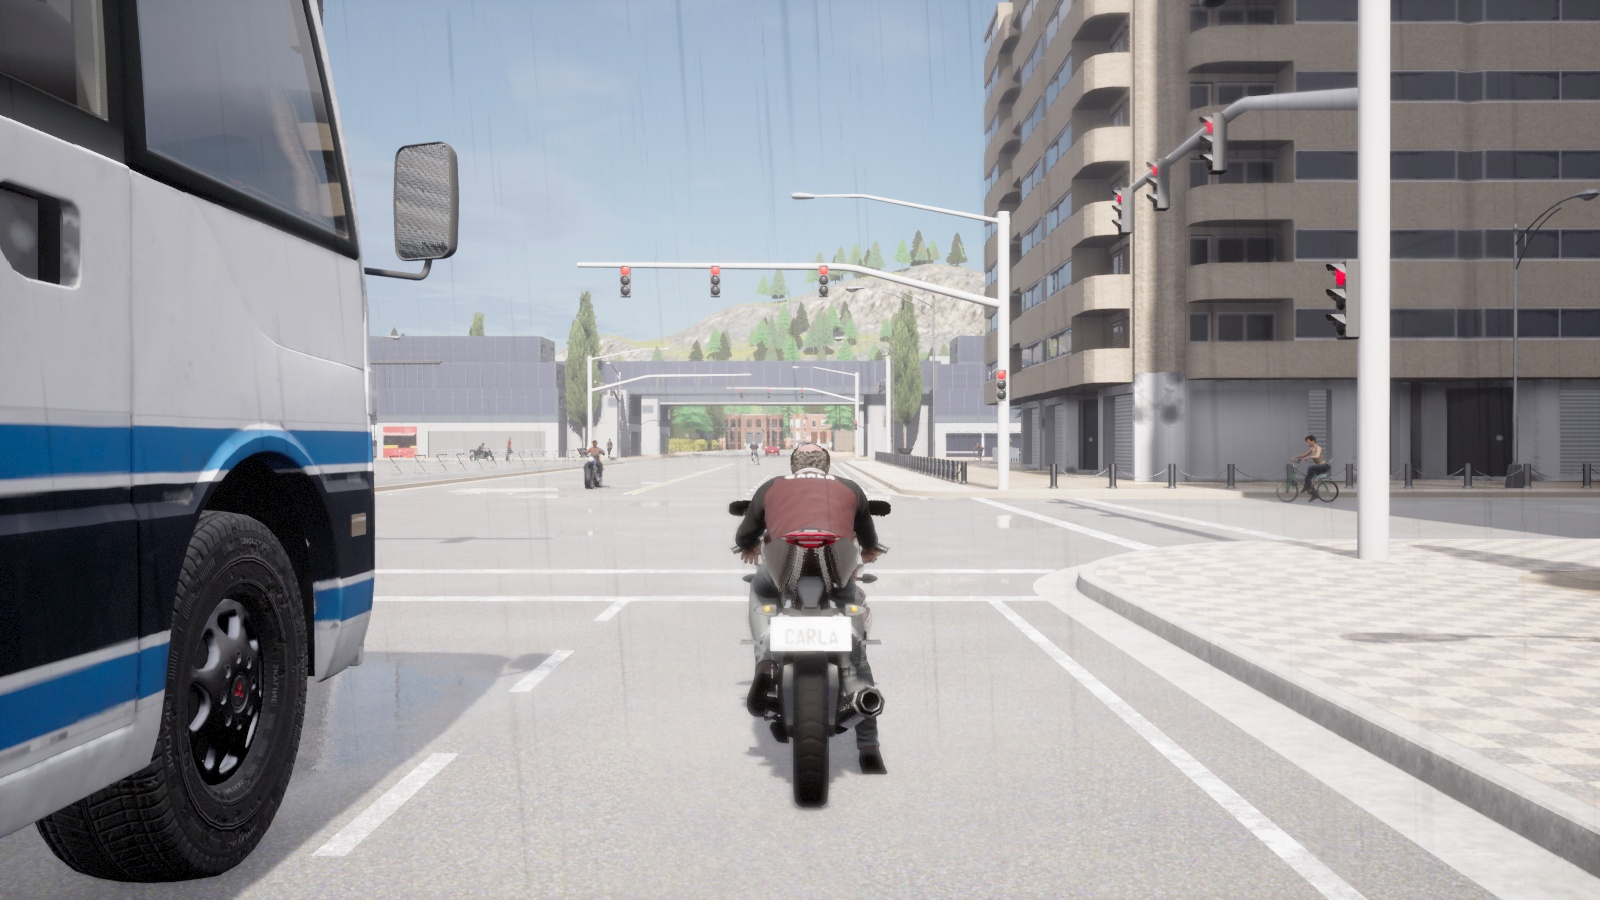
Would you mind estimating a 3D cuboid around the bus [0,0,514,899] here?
[{"bbox_3d":[-3.476,-0.640,1.357,3.944,4.253,10.273,0,0,0],"label":"bus"}]

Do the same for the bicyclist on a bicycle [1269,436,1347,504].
[{"bbox_3d":[12.092,0.468,29.919,1.509,1.612,0.866,0,0,0],"label":"bicyclist on a bicycle"}]

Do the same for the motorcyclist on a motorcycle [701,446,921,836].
[{"bbox_3d":[0.048,0.747,6.034,0.866,1.530,2.191,0,0,0],"label":"motorcyclist on a motorcycle"}]

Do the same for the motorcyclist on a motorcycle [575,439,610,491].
[{"bbox_3d":[-6.761,0.460,41.036,0.766,1.649,2.350,0,1,0],"label":"motorcyclist on a motorcycle"}]
